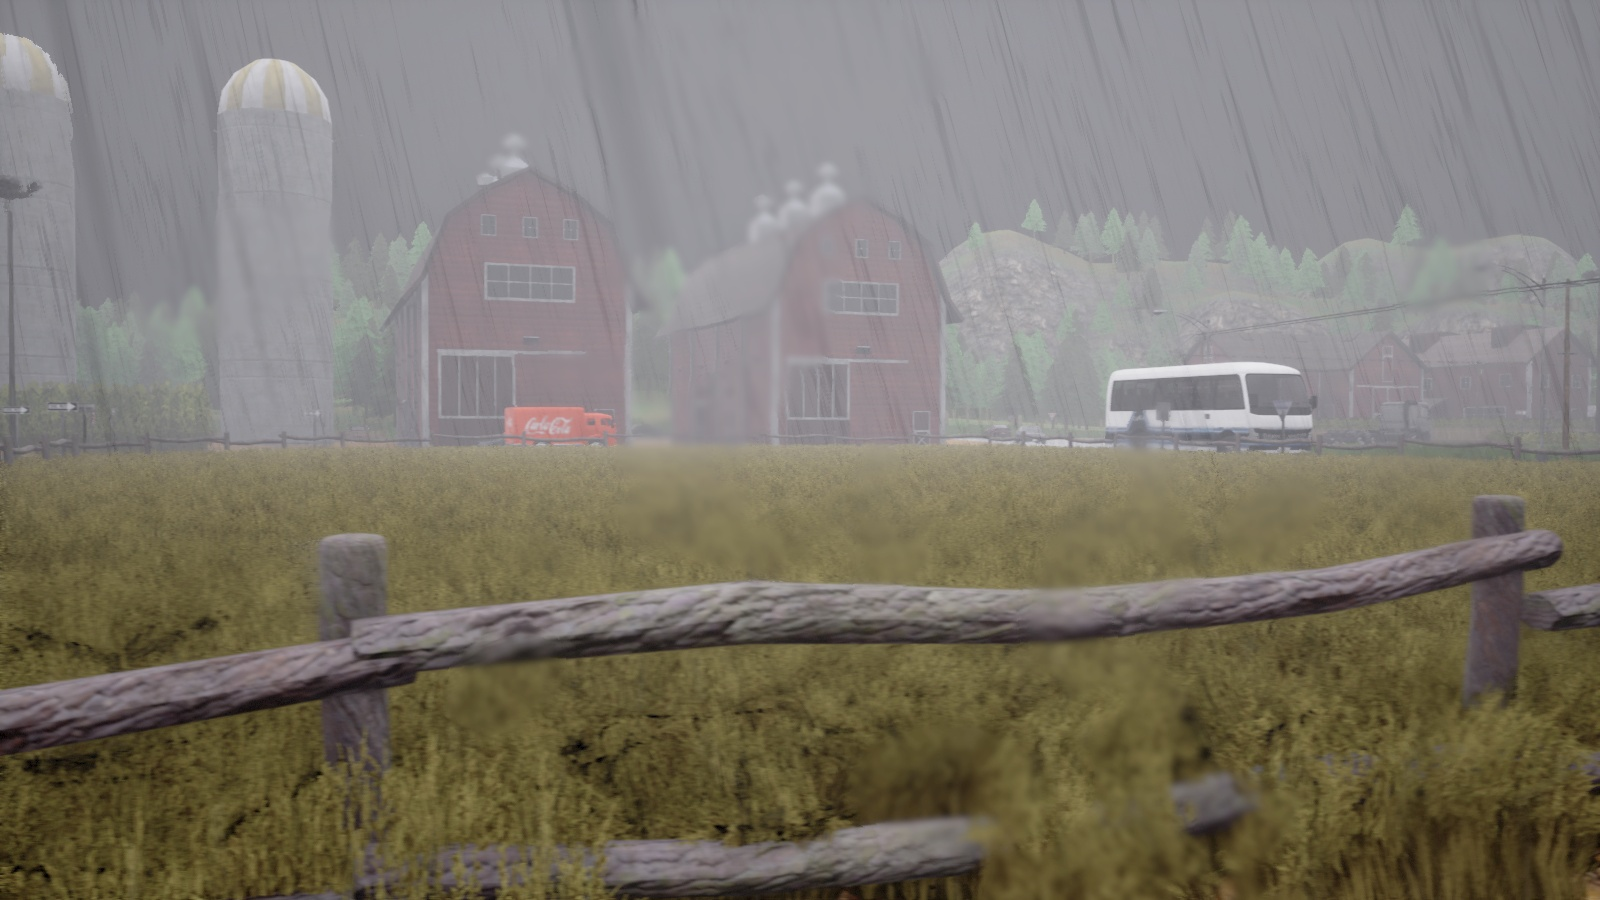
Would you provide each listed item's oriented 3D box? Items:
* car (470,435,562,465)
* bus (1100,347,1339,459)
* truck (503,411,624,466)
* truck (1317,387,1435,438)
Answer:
[{"bbox_3d":[-14.265,-0.019,63.010,4.181,1.385,1.994,-2,1,-24],"label":"car"},{"bbox_3d":[17.455,-1.906,53.390,3.944,4.253,10.273,-2,1,-21],"label":"bus"},{"bbox_3d":[-11.379,-0.578,60.473,5.204,2.467,2.627,-2,1,-24],"label":"truck"},{"bbox_3d":[40.996,-2.694,89.395,7.936,3.462,2.891,-2,1,-21],"label":"truck"}]
